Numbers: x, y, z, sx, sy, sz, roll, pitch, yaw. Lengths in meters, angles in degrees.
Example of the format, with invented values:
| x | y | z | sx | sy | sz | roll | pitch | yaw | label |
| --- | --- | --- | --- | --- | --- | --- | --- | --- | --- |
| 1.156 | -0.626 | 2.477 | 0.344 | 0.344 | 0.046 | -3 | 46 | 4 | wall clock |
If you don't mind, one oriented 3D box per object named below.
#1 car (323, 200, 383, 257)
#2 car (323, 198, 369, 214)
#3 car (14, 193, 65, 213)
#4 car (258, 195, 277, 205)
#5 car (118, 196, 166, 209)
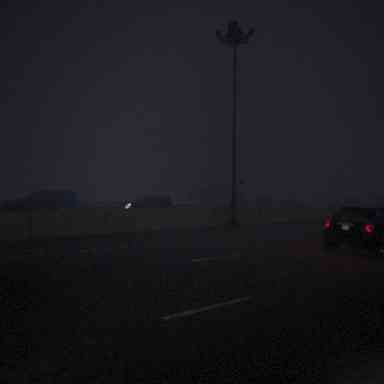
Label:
| x | y | z | sx | sy | sz | roll | pitch | yaw | label |
| --- | --- | --- | --- | --- | --- | --- | --- | --- | --- |
| 7.195 | 1.268 | 12.717 | 4.553 | 1.767 | 2.097 | 0 | 1 | -31 | car |
| 15.348 | 1.327 | 33.115 | 4.181 | 1.385 | 1.994 | 0 | 1 | -26 | car |
| -11.551 | 0.866 | 25.694 | 5.566 | 2.045 | 2.150 | 0 | 0 | -34 | car |
| 8.746 | 1.104 | 41.567 | 5.008 | 1.535 | 1.882 | 0 | 1 | -26 | car |
| -3.605 | 1.042 | 26.665 | 4.553 | 1.767 | 2.097 | 0 | 1 | -31 | car |
